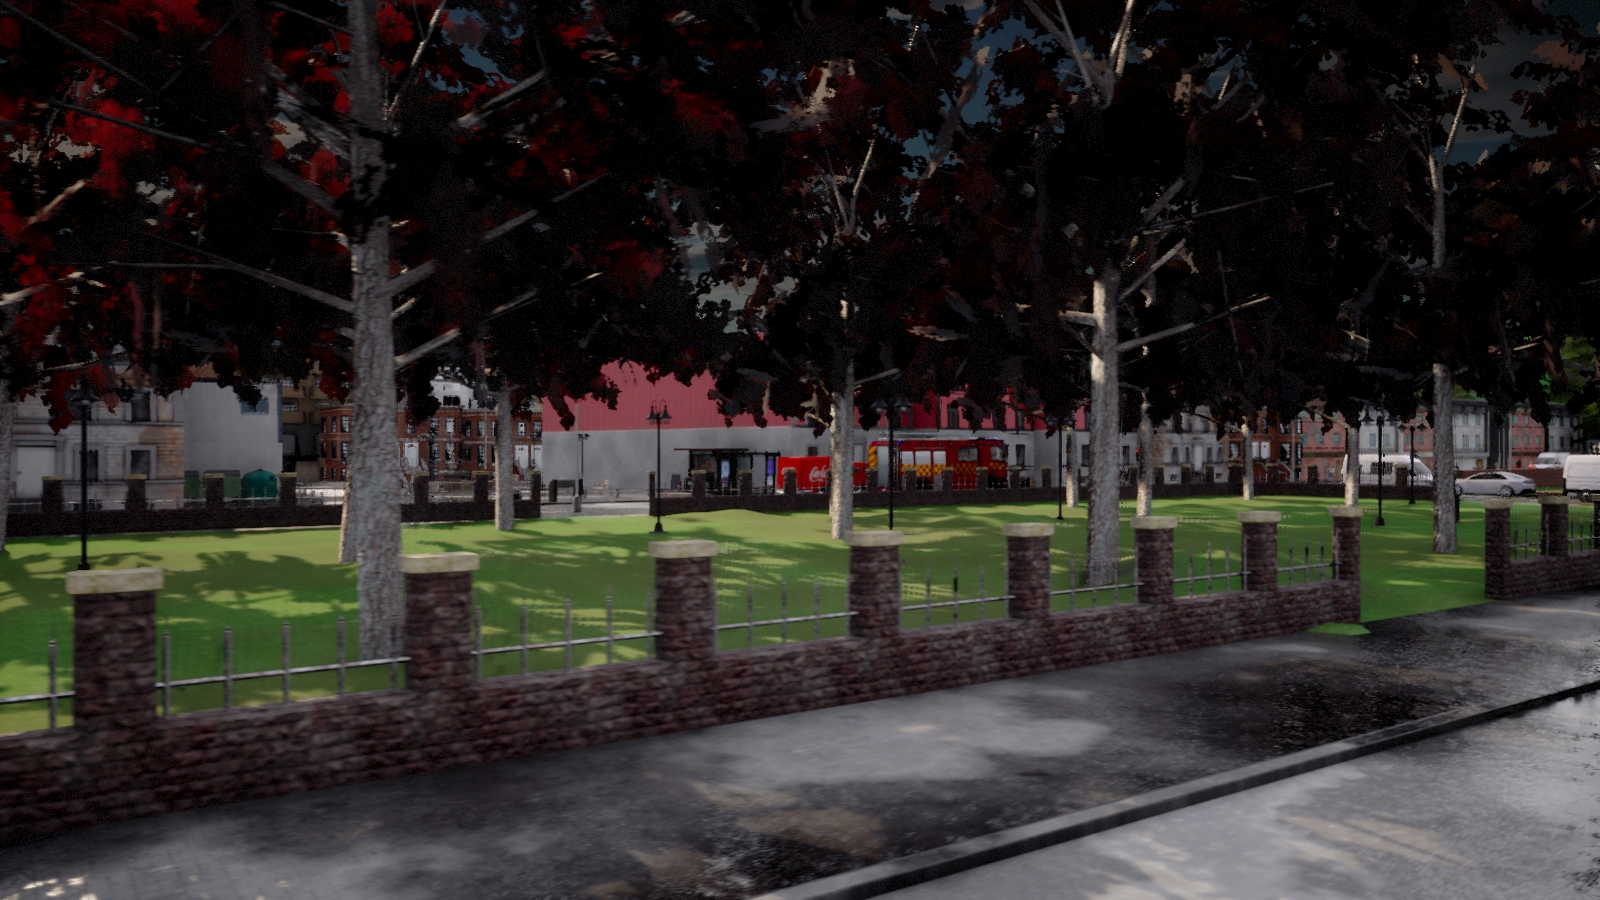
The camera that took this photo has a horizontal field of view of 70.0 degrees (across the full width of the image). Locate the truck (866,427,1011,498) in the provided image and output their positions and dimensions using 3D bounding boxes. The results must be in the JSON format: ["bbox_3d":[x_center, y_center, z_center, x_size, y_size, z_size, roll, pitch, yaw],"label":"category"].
[{"bbox_3d":[8.031,0.681,65.586,8.468,3.827,2.891,0,0,-35],"label":"truck"}]

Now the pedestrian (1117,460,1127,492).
[{"bbox_3d":[18.890,1.535,67.002,0.375,1.860,0.375,0,0,-34],"label":"pedestrian"}]

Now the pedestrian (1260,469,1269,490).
[{"bbox_3d":[28.827,1.819,70.905,0.375,1.300,0.375,0,0,-34],"label":"pedestrian"}]

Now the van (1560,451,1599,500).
[{"bbox_3d":[43.360,1.330,59.552,1.988,2.561,5.915,0,0,-34],"label":"van"}]

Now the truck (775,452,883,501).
[{"bbox_3d":[1.541,1.358,60.738,5.204,2.467,2.627,0,0,-35],"label":"truck"}]

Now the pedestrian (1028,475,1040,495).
[{"bbox_3d":[12.850,1.916,62.787,0.500,1.100,0.500,0,0,34],"label":"pedestrian"}]
